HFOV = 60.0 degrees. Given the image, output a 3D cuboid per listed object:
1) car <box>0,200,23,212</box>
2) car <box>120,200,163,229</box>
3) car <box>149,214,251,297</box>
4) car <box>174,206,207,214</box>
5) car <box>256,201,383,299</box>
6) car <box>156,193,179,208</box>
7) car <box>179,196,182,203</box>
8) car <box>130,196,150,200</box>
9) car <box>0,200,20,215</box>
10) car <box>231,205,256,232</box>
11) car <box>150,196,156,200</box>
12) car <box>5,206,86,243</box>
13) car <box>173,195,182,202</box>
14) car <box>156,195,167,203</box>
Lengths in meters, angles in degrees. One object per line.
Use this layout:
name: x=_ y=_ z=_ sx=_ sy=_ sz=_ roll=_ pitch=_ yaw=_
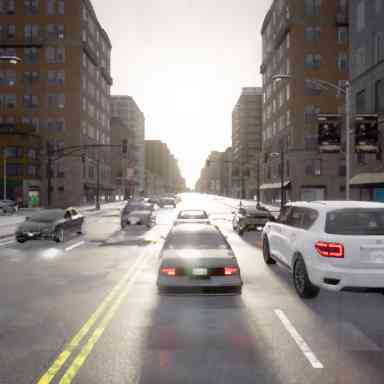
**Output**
car: x=-22.157 y=1.577 z=38.291 sx=4.313 sy=1.339 sz=1.947 roll=0 pitch=0 yaw=0
car: x=-3.365 y=1.490 z=21.592 sx=2.128 sy=1.511 sz=4.902 roll=0 pitch=0 yaw=0
car: x=0.080 y=1.547 z=8.777 sx=2.033 sy=1.411 sz=5.357 roll=0 pitch=0 yaw=-2
car: x=0.069 y=1.600 z=18.426 sx=1.895 sy=1.301 sz=4.718 roll=0 pitch=0 yaw=2
car: x=3.342 y=1.221 z=8.598 sx=2.150 sy=2.045 sz=5.566 roll=0 pitch=0 yaw=0
car: x=-3.392 y=1.215 z=47.565 sx=2.150 sy=2.045 sz=5.566 roll=0 pitch=0 yaw=0
car: x=-3.343 y=1.464 z=66.210 sx=1.882 sy=1.535 sz=5.008 roll=0 pitch=0 yaw=0
car: x=-6.630 y=1.360 z=39.753 sx=2.097 sy=1.767 sz=4.553 roll=0 pitch=0 yaw=0
car: x=-19.740 y=1.482 z=32.793 sx=4.902 sy=1.511 sz=2.128 roll=0 pitch=0 yaw=0
car: x=3.335 y=1.504 z=18.455 sx=1.837 sy=1.490 sz=4.892 roll=0 pitch=0 yaw=1
car: x=-6.633 y=1.495 z=58.368 sx=1.837 sy=1.490 sz=4.892 roll=0 pitch=0 yaw=0
car: x=-6.613 y=1.505 z=16.052 sx=1.837 sy=1.490 sz=4.892 roll=0 pitch=0 yaw=0
car: x=-3.319 y=1.534 z=78.109 sx=1.994 sy=1.385 sz=4.181 roll=0 pitch=0 yaw=0
car: x=-6.563 y=1.462 z=71.840 sx=1.882 sy=1.535 sz=5.008 roll=0 pitch=0 yaw=0
